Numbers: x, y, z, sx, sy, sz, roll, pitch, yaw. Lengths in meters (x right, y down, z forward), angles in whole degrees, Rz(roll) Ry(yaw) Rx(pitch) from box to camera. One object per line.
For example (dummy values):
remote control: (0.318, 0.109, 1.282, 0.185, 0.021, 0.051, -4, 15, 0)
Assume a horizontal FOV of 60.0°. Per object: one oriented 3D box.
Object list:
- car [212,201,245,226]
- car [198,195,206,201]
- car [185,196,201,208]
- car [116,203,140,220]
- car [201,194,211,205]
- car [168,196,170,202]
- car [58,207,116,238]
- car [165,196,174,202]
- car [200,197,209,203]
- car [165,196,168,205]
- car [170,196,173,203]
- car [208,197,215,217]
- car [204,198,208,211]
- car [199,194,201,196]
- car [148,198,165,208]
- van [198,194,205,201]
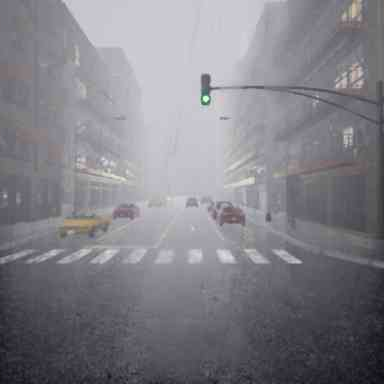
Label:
car: (2.697, 1.604, 23.695, 1.887, 1.381, 4.507, 1, 0, 0)
car: (2.696, 1.678, 89.977, 1.967, 1.590, 4.097, 1, 0, 0)
car: (0.000, 1.631, 49.539, 1.837, 1.490, 4.892, 0, 0, 0)
car: (-5.684, 1.618, 29.232, 1.887, 1.381, 4.507, 1, 0, 0)
car: (2.698, 1.475, 62.361, 2.192, 1.841, 5.009, 1, 0, 0)
car: (-5.685, 1.705, 62.373, 1.887, 1.381, 4.507, 1, 0, 0)
car: (-5.683, 1.570, 18.015, 1.752, 1.417, 4.829, 1, 0, 0)
car: (-5.686, 1.772, 84.466, 2.008, 1.369, 4.403, 1, 0, 0)
car: (2.696, 1.756, 73.406, 1.947, 1.339, 4.313, 1, 0, 0)
car: (-5.685, 1.696, 56.850, 2.008, 1.369, 4.403, 1, 0, 0)
car: (-5.685, 1.731, 78.772, 1.752, 1.417, 4.829, 1, 0, 0)
car: (2.698, 1.513, 29.219, 1.967, 1.590, 4.097, 1, 0, 0)
car: (2.696, 1.683, 40.265, 1.802, 1.307, 4.206, 1, 0, 0)
car: (-0.001, 1.506, 59.932, 2.097, 1.767, 4.553, 0, 0, 0)
car: (-5.685, 1.655, 51.156, 1.752, 1.417, 4.829, 1, 0, 0)
van: (2.697, 1.595, 95.500, 1.690, 1.788, 3.998, 1, 0, 0)
